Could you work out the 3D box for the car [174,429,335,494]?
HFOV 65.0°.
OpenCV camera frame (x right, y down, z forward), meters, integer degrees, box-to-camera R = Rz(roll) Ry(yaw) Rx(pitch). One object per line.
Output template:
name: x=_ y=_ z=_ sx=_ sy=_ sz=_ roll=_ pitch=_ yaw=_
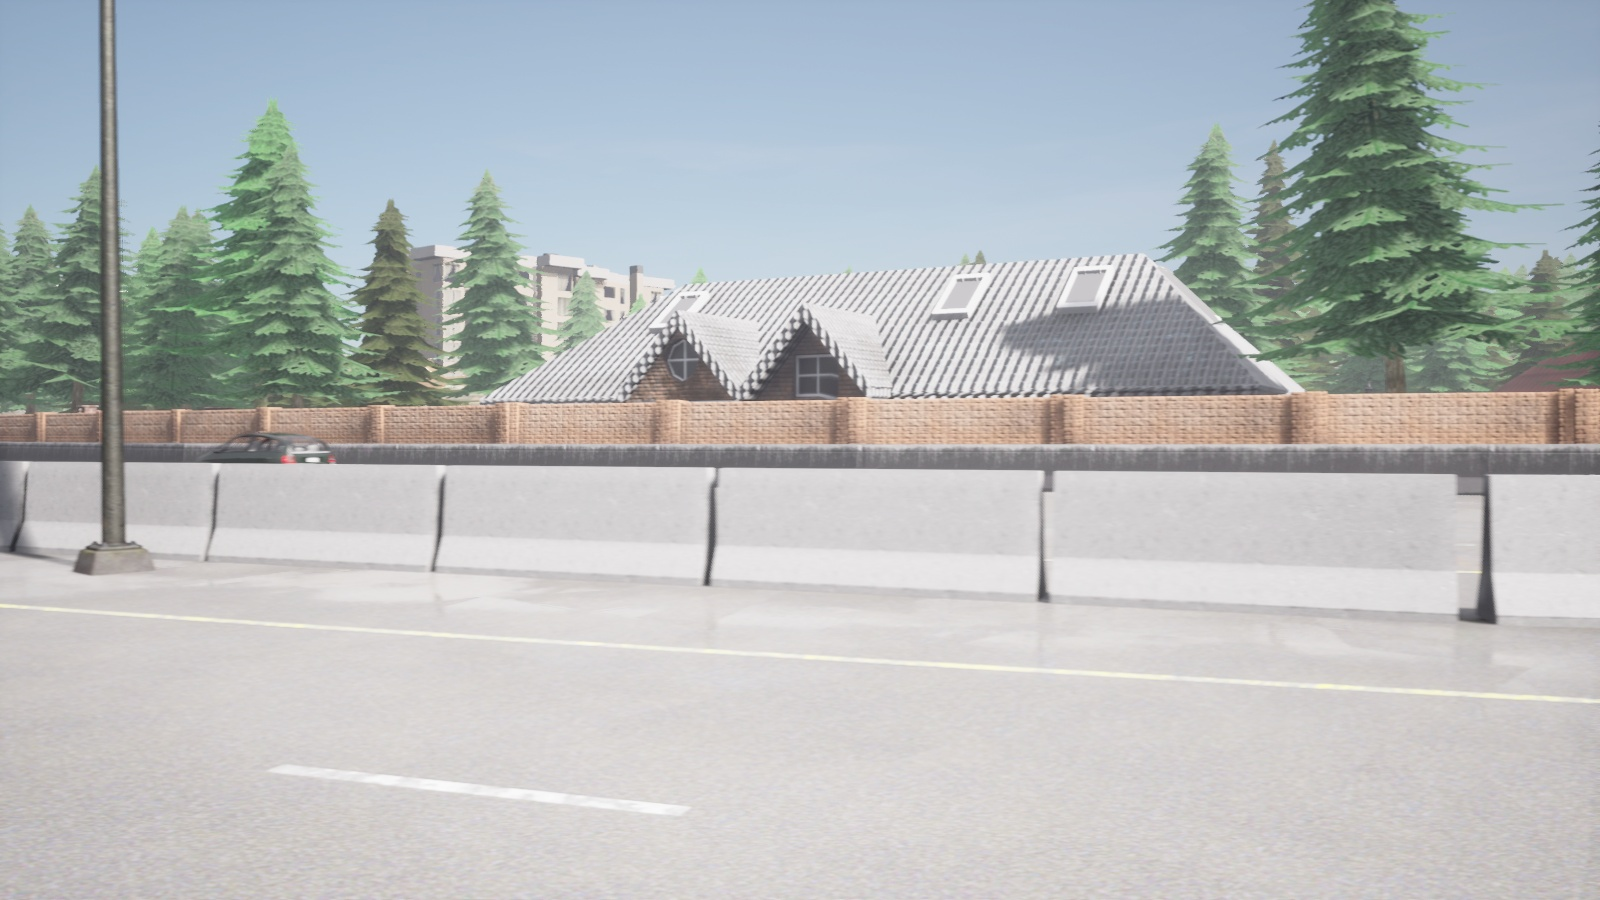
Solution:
car: x=-13.776 y=0.248 z=31.701 sx=3.705 sy=1.549 sz=1.789 roll=1 pitch=1 yaw=27
